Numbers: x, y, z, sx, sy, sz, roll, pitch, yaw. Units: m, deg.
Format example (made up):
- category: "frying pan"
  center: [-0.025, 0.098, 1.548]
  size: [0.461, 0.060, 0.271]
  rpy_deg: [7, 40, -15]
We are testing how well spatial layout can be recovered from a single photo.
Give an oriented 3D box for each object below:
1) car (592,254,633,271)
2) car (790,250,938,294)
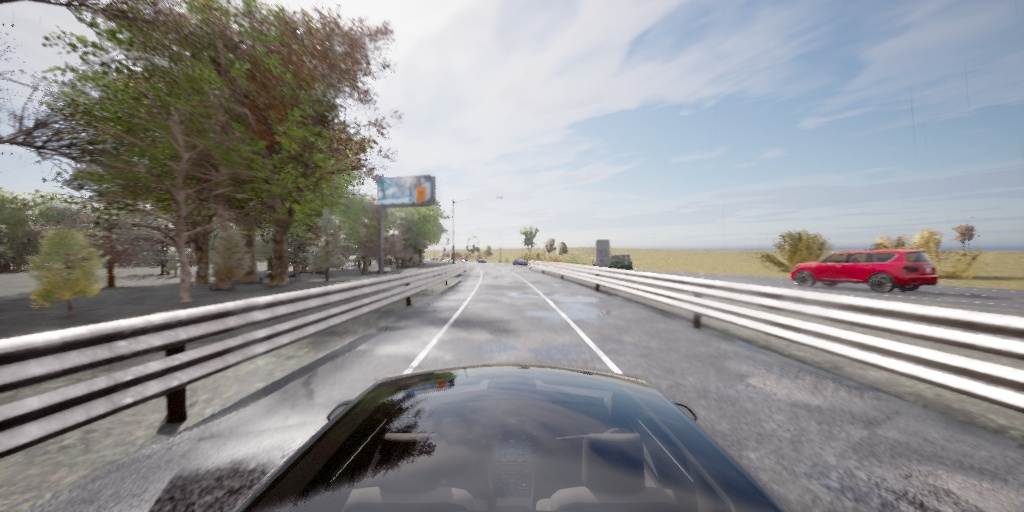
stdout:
- category: "car"
  center: [10.954, 0.823, 39.429]
  size: [2.150, 2.045, 5.566]
  rpy_deg: [-1, 0, -18]
- category: "car"
  center: [17.714, 0.722, 18.490]
  size: [2.150, 2.045, 5.566]
  rpy_deg: [-1, 0, -18]
